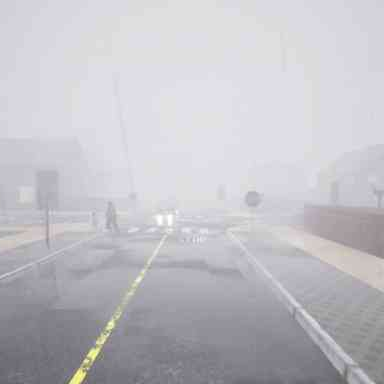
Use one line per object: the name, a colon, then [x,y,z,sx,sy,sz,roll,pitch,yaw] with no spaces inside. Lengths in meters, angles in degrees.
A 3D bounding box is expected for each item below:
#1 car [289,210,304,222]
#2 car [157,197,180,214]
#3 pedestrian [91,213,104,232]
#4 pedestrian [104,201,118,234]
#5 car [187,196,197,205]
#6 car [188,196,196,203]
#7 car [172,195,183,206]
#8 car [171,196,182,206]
car: [10.423,1.798,27.032,4.718,1.301,1.895,1,1,-1]
car: [-2.832,1.602,37.408,2.128,1.511,4.902,0,0,0]
pedestrian: [-5.049,1.547,17.387,0.500,1.100,0.500,-1,1,0]
pedestrian: [-4.408,1.322,18.166,0.375,1.860,0.375,-1,1,0]
car: [0.025,1.935,69.386,1.994,1.385,4.181,0,-1,0]
car: [0.028,1.816,79.395,1.837,1.490,4.892,0,-1,0]
car: [-2.806,1.492,59.821,2.150,2.045,5.566,0,0,0]
car: [-2.827,1.699,47.677,1.812,1.442,4.674,0,0,0]
